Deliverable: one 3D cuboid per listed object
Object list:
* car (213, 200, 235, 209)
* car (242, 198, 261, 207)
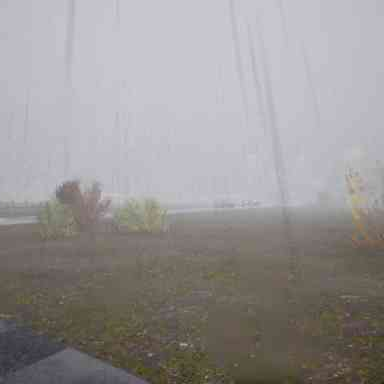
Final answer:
[{"bbox_3d":[5.327,2.014,54.885,2.128,1.511,4.902,-1,-1,36],"label":"car"},{"bbox_3d":[11.312,1.989,63.304,2.097,1.767,4.553,-1,-1,36],"label":"car"}]
